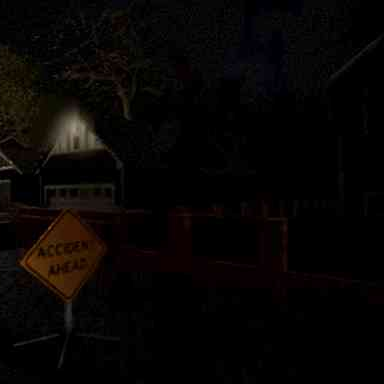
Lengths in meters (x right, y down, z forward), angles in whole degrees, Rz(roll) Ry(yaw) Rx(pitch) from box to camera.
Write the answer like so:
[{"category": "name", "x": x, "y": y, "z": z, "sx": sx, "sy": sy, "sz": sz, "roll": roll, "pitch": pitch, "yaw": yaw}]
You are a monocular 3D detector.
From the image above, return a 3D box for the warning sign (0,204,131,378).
[{"category": "warning sign", "x": -1.688, "y": 1.121, "z": 4.513, "sx": 1.060, "sy": 1.860, "sz": 1.300, "roll": -1, "pitch": 0, "yaw": 35}]
